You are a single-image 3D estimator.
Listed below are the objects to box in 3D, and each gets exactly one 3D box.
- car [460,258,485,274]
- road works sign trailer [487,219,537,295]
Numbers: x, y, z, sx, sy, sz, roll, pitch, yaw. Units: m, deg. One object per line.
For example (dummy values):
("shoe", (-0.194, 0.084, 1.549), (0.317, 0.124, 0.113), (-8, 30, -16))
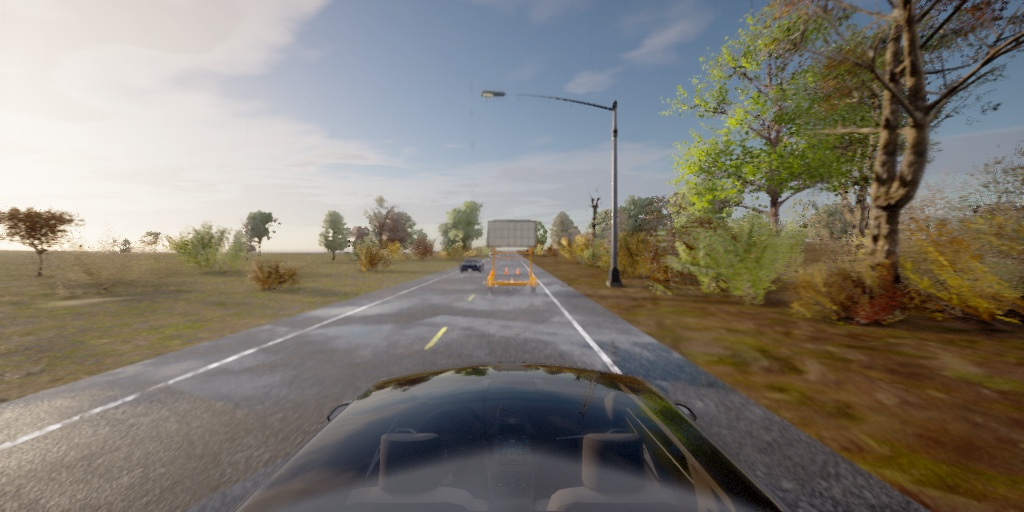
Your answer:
("car", (-3.584, 0.871, 32.855), (1.895, 1.301, 4.718), (0, 1, 0))
("road works sign trailer", (0.002, -0.028, 17.758), (2.380, 3.560, 2.880), (0, 0, 0))
